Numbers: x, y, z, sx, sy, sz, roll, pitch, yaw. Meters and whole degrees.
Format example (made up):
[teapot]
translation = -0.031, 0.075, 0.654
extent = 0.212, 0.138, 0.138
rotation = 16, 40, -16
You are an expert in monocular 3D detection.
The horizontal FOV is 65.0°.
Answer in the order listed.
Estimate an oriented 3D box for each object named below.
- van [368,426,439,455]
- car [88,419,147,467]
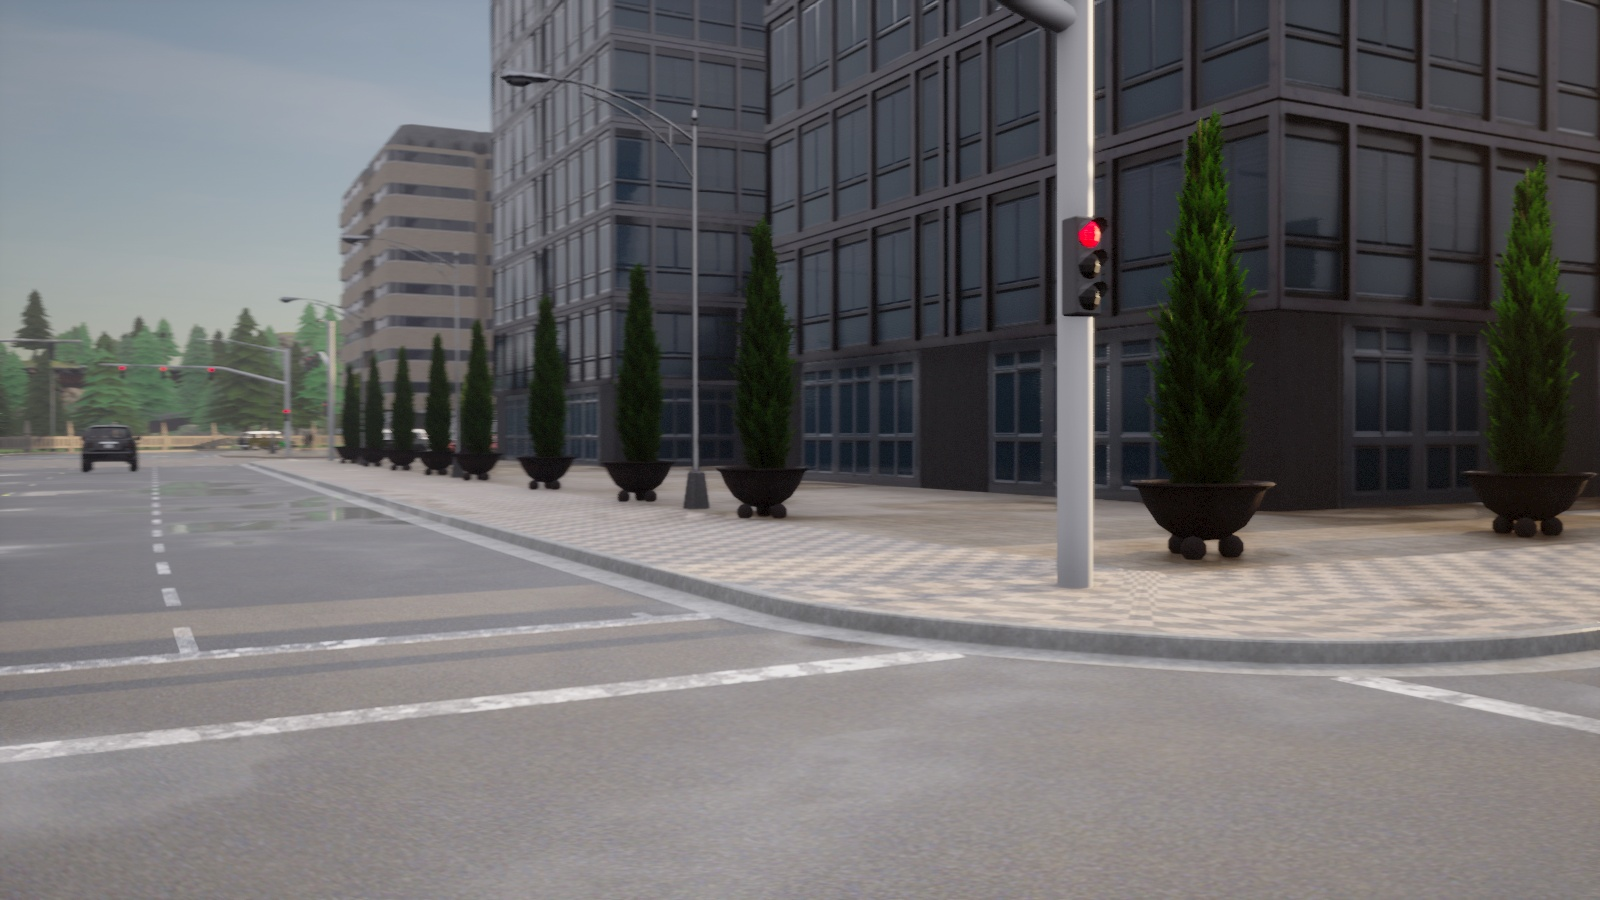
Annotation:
[van]
translation = -27.957, -0.673, 88.620
extent = 4.480, 2.038, 2.069
rotation = 0, 1, -27
[car]
translation = -30.659, -0.326, 56.507
extent = 2.150, 2.045, 5.566
rotation = 0, 1, -27
